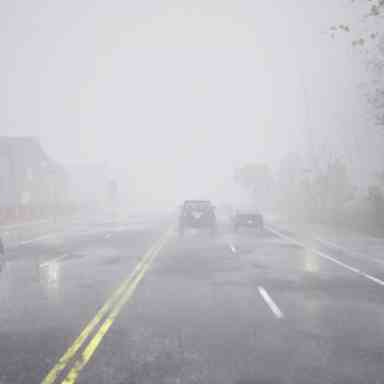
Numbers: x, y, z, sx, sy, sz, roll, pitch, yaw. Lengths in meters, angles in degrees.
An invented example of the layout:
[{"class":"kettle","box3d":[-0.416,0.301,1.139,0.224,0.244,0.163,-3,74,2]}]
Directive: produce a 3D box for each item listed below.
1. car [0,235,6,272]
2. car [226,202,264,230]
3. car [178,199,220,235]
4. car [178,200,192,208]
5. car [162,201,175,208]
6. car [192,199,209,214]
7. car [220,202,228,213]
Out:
[{"class":"car","box3d":[-6.544,1.436,7.872,2.097,1.767,4.553,0,-1,1]},{"class":"car","box3d":[3.665,1.731,22.994,1.882,1.535,5.008,0,-1,1]},{"class":"car","box3d":[0.350,1.448,20.595,2.150,2.045,5.566,0,-1,1]},{"class":"car","box3d":[-1.180,2.213,61.446,2.033,1.411,5.357,0,-1,4]},{"class":"car","box3d":[-4.422,2.271,61.678,1.895,1.301,4.718,0,-1,4]},{"class":"car","box3d":[1.137,1.816,42.745,2.097,1.767,4.553,0,-1,3]},{"class":"car","box3d":[4.436,1.999,43.734,1.812,1.442,4.674,0,-1,3]}]
